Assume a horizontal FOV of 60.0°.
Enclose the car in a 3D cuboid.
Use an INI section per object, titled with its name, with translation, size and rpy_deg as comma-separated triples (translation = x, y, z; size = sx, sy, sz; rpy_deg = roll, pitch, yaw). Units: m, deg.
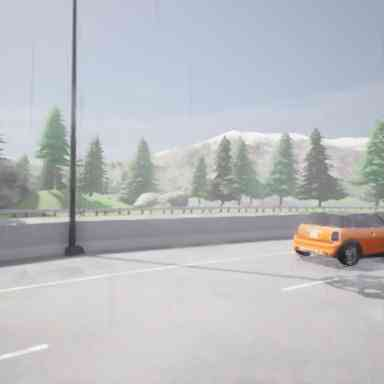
[car]
translation = 5.919, 1.461, 11.966
size = 4.553, 1.767, 2.097
rpy_deg = 1, 0, -27
